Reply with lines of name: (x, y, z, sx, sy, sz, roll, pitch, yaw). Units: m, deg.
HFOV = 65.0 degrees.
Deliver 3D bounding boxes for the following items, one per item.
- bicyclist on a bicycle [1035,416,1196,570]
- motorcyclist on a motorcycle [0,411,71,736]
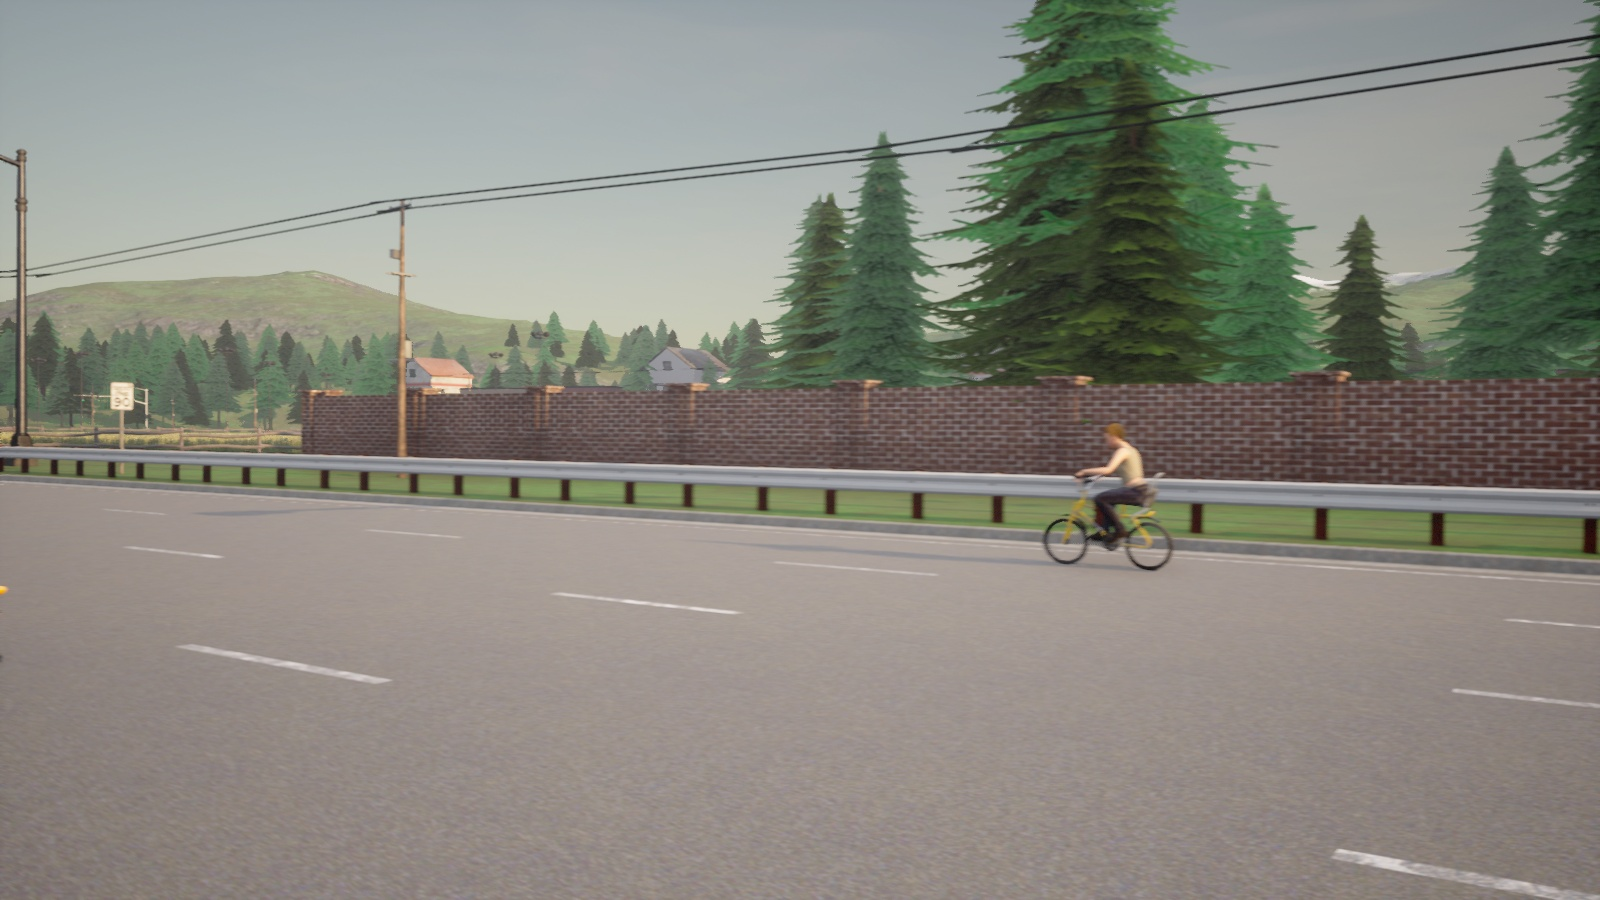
bicyclist on a bicycle: (3.489, 0.447, 13.903, 1.509, 1.612, 0.866, 0, 1, 34)
motorcyclist on a motorcycle: (-5.077, 0.633, 6.995, 2.350, 1.649, 0.766, 0, 1, 34)
